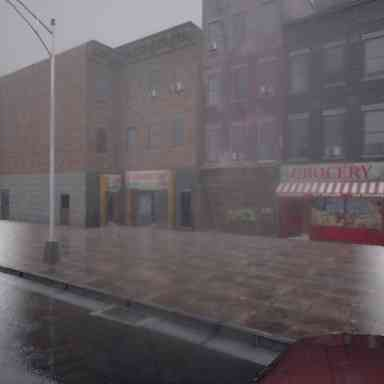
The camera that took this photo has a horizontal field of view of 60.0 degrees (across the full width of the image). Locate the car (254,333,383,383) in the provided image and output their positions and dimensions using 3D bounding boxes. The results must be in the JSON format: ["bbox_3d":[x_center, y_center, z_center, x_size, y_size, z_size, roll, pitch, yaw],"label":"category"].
[{"bbox_3d":[2.286,1.565,1.758,4.181,1.385,1.994,0,0,36],"label":"car"}]
